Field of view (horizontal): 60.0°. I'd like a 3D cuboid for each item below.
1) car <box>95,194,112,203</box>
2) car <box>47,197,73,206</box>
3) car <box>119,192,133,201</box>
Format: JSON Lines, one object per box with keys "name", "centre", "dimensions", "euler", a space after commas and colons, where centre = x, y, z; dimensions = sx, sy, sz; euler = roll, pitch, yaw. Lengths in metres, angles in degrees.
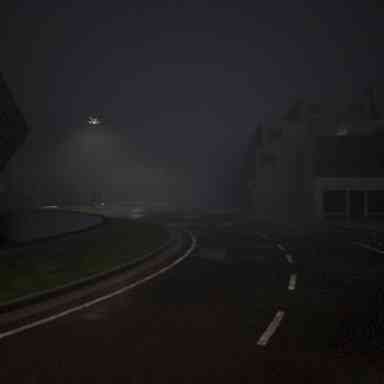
{"name": "car", "centre": [-17.602, 1.176, 65.868], "dimensions": [2.097, 1.767, 4.553], "euler": [0, 0, 7]}
{"name": "car", "centre": [-20.161, 1.419, 50.877], "dimensions": [1.994, 1.385, 4.181], "euler": [0, 0, 16]}
{"name": "car", "centre": [-15.916, 1.010, 80.979], "dimensions": [2.150, 2.045, 5.566], "euler": [0, 0, 6]}
